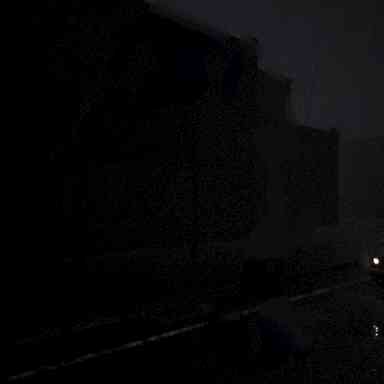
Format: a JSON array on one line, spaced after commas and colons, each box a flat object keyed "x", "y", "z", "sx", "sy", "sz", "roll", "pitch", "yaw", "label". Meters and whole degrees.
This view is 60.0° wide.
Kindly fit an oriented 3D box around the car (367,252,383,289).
[{"x": 6.348, "y": 1.680, "z": 8.214, "sx": 4.718, "sy": 1.301, "sz": 1.895, "roll": 1, "pitch": 0, "yaw": -35, "label": "car"}]
